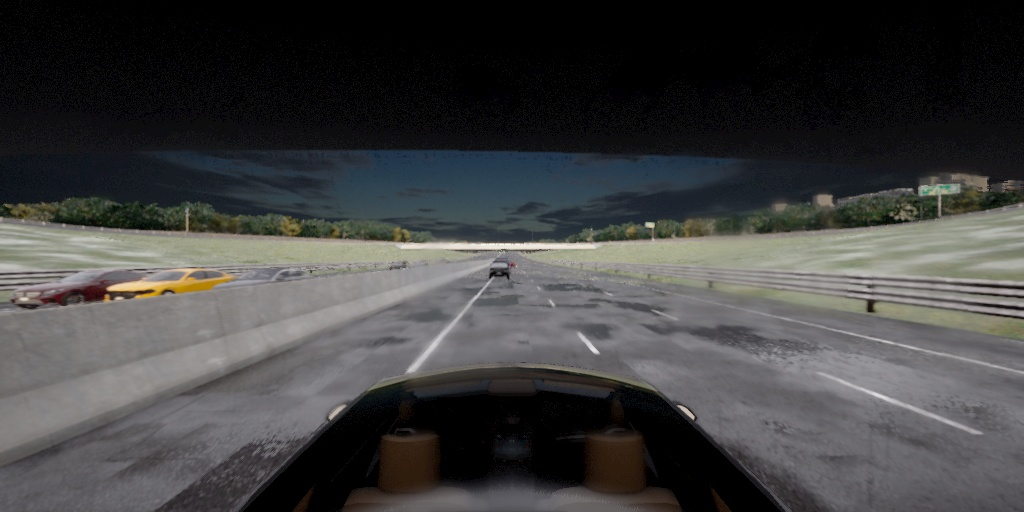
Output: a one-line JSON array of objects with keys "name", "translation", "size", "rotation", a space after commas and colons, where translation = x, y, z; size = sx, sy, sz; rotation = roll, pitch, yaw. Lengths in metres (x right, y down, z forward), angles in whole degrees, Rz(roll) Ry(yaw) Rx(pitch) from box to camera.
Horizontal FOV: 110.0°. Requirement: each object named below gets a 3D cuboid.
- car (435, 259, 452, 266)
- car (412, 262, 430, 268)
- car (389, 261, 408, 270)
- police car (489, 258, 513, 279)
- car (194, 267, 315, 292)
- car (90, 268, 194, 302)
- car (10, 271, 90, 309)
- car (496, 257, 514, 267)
[{"name": "car", "translation": [-10.815, 1.347, 56.828], "size": [2.097, 1.767, 4.553], "rotation": [0, 0, 0]}, {"name": "car", "translation": [-14.309, 1.558, 56.616], "size": [1.994, 1.385, 4.181], "rotation": [0, 0, 0]}, {"name": "car", "translation": [-17.808, 1.500, 56.571], "size": [1.837, 1.490, 4.892], "rotation": [0, 0, 0]}, {"name": "police car", "translation": [-1.141, 1.290, 33.777], "size": [1.930, 1.638, 5.238], "rotation": [0, 0, 0]}, {"name": "car", "translation": [-10.607, 1.287, 15.707], "size": [2.128, 1.511, 4.902], "rotation": [0, 0, 0]}, {"name": "car", "translation": [-14.107, 1.272, 15.377], "size": [1.882, 1.535, 5.008], "rotation": [0, -1, 0]}, {"name": "car", "translation": [-17.607, 1.321, 15.262], "size": [1.812, 1.442, 4.674], "rotation": [0, 0, 0]}, {"name": "car", "translation": [-1.210, 1.138, 43.707], "size": [2.150, 2.045, 5.566], "rotation": [0, 0, 0]}]
